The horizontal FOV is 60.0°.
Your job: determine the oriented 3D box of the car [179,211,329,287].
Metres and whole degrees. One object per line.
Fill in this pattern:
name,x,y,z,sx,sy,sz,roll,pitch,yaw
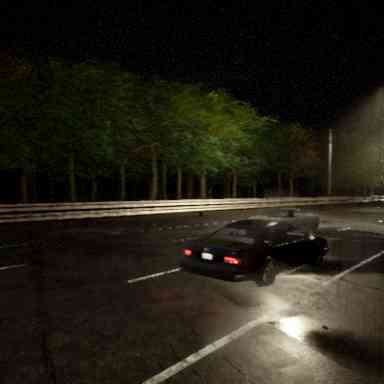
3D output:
car,2.016,1.480,9.270,2.033,1.411,5.357,1,1,42

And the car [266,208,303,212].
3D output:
car,5.093,1.491,17.734,1.895,1.301,4.718,1,1,43
